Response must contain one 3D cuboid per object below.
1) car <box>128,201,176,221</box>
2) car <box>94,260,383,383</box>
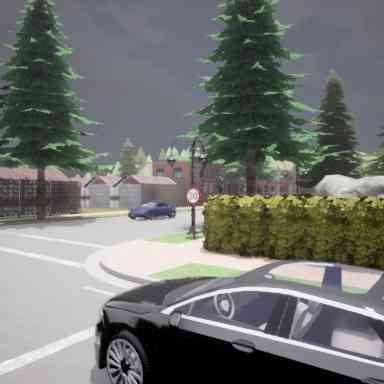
[{"bbox_3d":[-3.125,1.483,27.054,1.812,1.442,4.674,0,0,35],"label":"car"},{"bbox_3d":[0.986,1.491,3.378,4.902,1.511,2.128,0,0,38],"label":"car"}]
